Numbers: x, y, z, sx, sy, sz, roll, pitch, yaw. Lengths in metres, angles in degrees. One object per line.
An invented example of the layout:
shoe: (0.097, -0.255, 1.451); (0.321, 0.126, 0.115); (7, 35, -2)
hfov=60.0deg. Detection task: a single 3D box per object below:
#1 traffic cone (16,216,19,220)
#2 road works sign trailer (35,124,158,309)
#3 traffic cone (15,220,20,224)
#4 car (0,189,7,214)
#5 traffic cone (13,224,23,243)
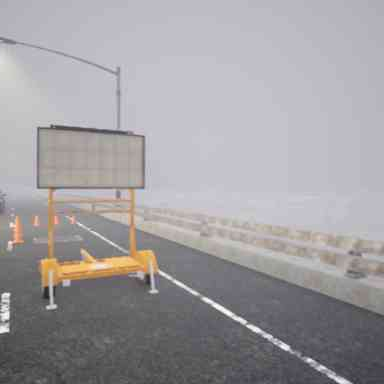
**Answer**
traffic cone: (-8.819, 1.639, 16.827); (0.340, 0.580, 0.340); (0, 1, -28)
road works sign trailer: (-2.334, 0.328, 7.789); (2.380, 3.560, 2.880); (0, 1, -28)
traffic cone: (-7.880, 1.672, 15.062); (0.340, 0.580, 0.340); (0, 1, -28)
car: (-16.429, 0.698, 27.064); (2.150, 2.045, 5.566); (0, 1, -28)
traffic cone: (-6.942, 1.705, 13.296); (0.340, 0.580, 0.340); (0, 1, -28)
